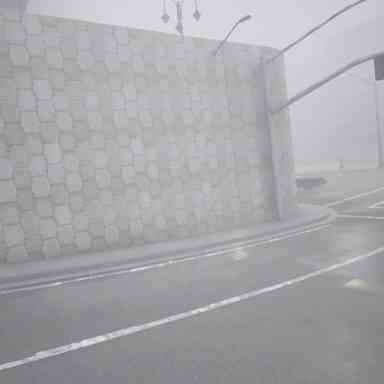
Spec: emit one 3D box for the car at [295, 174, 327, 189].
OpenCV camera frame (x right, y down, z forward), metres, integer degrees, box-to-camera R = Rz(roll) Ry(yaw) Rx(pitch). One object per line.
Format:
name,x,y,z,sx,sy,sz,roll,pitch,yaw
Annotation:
car,10.014,-1.007,30.904,1.895,1.301,4.718,-11,6,-35

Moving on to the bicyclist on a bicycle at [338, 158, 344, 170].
bicyclist on a bicycle,20.054,-3.807,44.843,1.656,1.620,0.582,-11,6,-35
